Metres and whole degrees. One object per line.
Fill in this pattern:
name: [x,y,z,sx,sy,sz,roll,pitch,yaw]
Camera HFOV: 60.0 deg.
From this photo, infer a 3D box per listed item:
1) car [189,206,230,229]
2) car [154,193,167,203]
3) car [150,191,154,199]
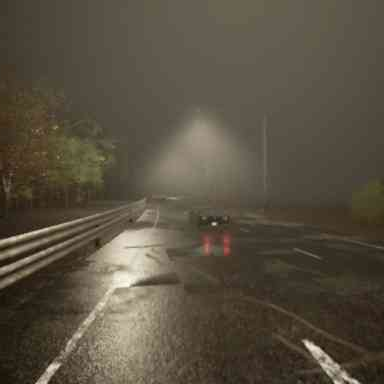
car: [0.956,1.553,21.294,1.895,1.301,4.718,0,0,-9]
car: [-5.856,1.313,65.026,2.033,1.411,5.357,0,0,-9]
car: [-9.742,1.122,89.946,1.882,1.535,5.008,0,0,-9]
